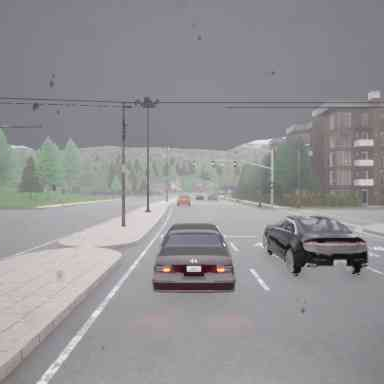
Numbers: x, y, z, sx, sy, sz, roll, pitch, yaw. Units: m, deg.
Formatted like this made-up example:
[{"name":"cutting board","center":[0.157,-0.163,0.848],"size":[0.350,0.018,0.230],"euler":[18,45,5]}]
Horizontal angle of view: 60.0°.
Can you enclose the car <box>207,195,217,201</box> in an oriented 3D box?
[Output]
[{"name":"car","center":[5.510,1.539,85.614],"size":[2.033,1.411,5.357],"euler":[0,0,0]}]

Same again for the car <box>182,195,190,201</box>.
[{"name":"car","center":[-1.490,1.523,85.570],"size":[1.812,1.442,4.674],"euler":[0,0,0]}]

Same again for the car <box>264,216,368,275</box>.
[{"name":"car","center":[3.571,1.492,10.451],"size":[2.128,1.511,4.902],"euler":[0,0,0]}]

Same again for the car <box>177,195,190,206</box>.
[{"name":"car","center":[-1.338,1.352,54.745],"size":[2.097,1.767,4.553],"euler":[0,0,-1]}]

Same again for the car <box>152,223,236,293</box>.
[{"name":"car","center":[0.045,1.547,9.000],"size":[2.033,1.411,5.357],"euler":[0,0,0]}]

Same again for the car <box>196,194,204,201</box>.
[{"name":"car","center":[2.010,1.477,85.608],"size":[1.882,1.535,5.008],"euler":[0,0,0]}]
